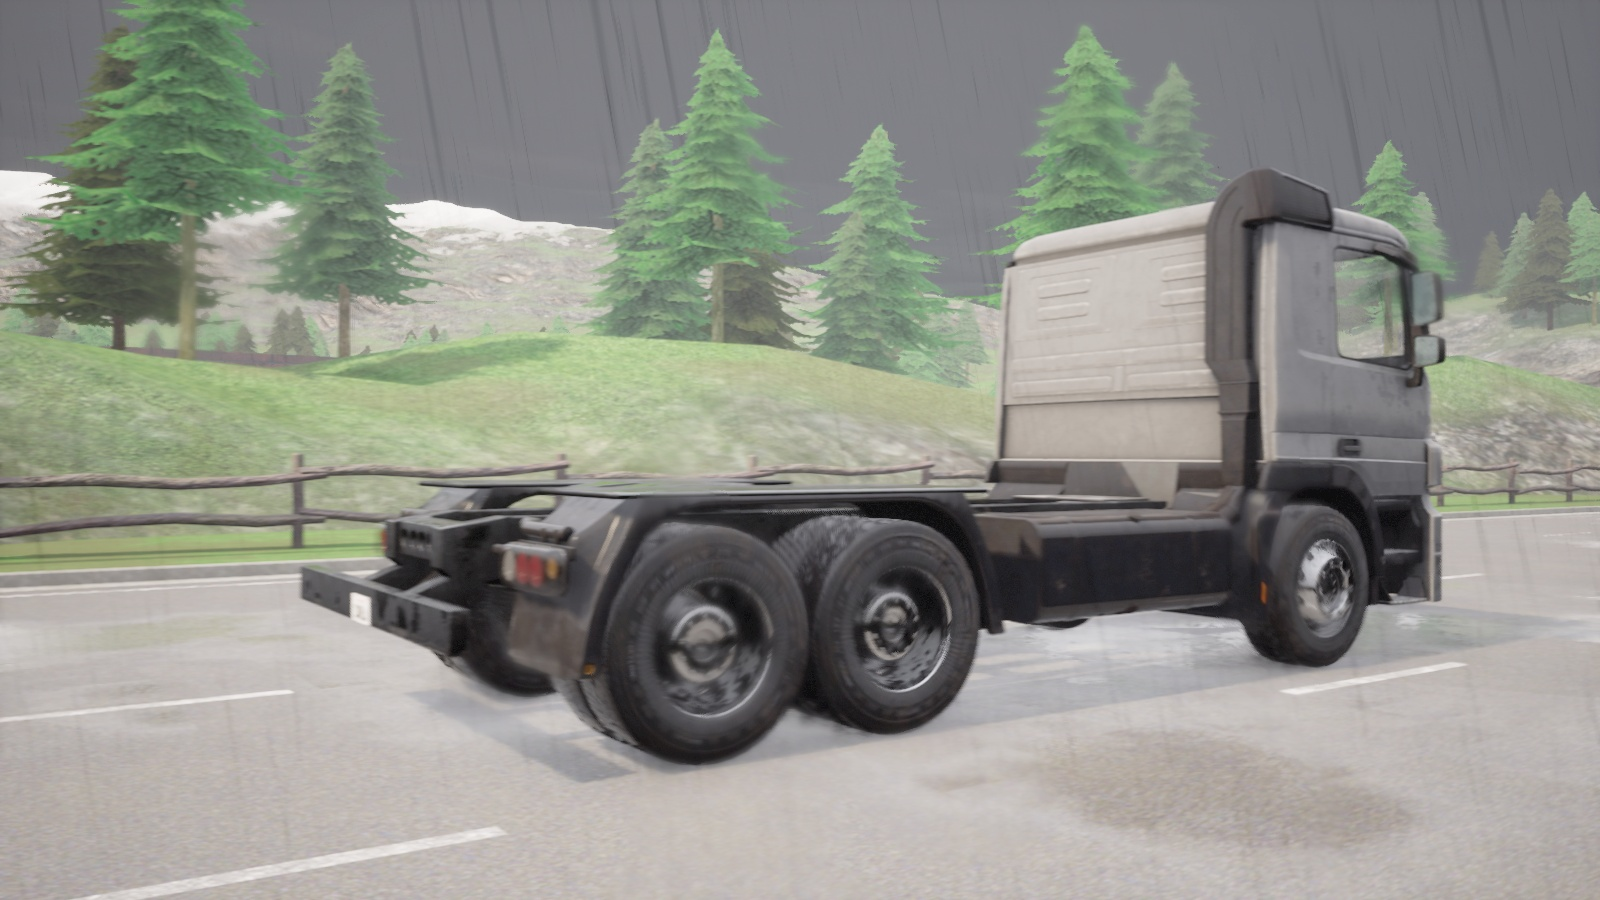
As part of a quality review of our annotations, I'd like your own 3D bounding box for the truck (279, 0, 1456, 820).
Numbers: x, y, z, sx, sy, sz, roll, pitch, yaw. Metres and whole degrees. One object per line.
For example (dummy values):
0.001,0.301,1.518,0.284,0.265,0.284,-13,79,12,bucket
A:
0.968,-0.200,8.600,7.936,3.462,2.891,0,0,-35,truck
